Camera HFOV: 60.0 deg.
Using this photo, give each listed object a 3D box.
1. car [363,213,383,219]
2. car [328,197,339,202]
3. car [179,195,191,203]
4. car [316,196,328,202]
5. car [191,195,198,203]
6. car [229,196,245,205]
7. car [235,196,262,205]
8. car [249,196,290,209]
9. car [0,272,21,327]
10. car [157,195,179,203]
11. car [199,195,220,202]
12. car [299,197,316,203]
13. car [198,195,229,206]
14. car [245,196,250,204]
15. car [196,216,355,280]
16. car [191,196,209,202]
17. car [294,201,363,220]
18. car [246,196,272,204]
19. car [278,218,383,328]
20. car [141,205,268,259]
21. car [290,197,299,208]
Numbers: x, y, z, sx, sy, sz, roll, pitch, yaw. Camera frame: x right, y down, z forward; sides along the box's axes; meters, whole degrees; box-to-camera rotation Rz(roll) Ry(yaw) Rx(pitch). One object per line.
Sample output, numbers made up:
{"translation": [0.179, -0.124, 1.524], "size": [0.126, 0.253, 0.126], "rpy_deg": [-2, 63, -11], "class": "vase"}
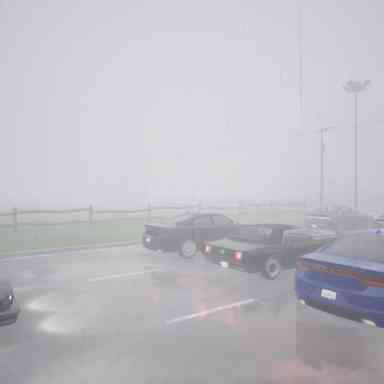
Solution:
{"translation": [10.167, 1.505, 15.339], "size": [4.892, 1.490, 1.837], "rpy_deg": [0, 0, -36], "class": "car"}
{"translation": [21.333, 1.502, 53.169], "size": [1.837, 1.490, 4.892], "rpy_deg": [0, 1, -36], "class": "car"}
{"translation": [-2.769, 1.601, 68.472], "size": [1.895, 1.301, 4.718], "rpy_deg": [0, 0, -36], "class": "car"}
{"translation": [18.064, 1.526, 51.722], "size": [1.812, 1.442, 4.674], "rpy_deg": [0, 0, -36], "class": "car"}
{"translation": [0.150, 1.470, 70.412], "size": [1.882, 1.535, 5.008], "rpy_deg": [0, 0, -36], "class": "car"}
{"translation": [6.064, 1.503, 56.255], "size": [1.837, 1.490, 4.892], "rpy_deg": [0, 0, -36], "class": "car"}
{"translation": [10.456, 1.492, 62.149], "size": [2.128, 1.511, 4.902], "rpy_deg": [0, 0, -36], "class": "car"}
{"translation": [10.326, 1.526, 44.500], "size": [1.812, 1.442, 4.674], "rpy_deg": [0, 0, -36], "class": "car"}
{"translation": [-5.285, 1.547, 4.272], "size": [5.357, 1.411, 2.033], "rpy_deg": [0, 0, -35], "class": "car"}
{"translation": [-5.145, 1.351, 65.727], "size": [2.097, 1.767, 4.553], "rpy_deg": [0, 0, -36], "class": "car"}
{"translation": [3.947, 1.472, 77.076], "size": [2.033, 1.411, 5.357], "rpy_deg": [0, 0, -36], "class": "car"}
{"translation": [15.295, 1.491, 49.560], "size": [2.128, 1.511, 4.902], "rpy_deg": [0, 0, -36], "class": "car"}
{"translation": [3.417, 1.564, 53.942], "size": [1.994, 1.385, 4.181], "rpy_deg": [0, 0, -36], "class": "car"}
{"translation": [8.409, 1.505, 58.986], "size": [1.837, 1.490, 4.892], "rpy_deg": [0, 0, -36], "class": "car"}
{"translation": [2.664, 1.601, 9.956], "size": [4.718, 1.301, 1.895], "rpy_deg": [0, 0, -35], "class": "car"}
{"translation": [1.701, 1.515, 74.219], "size": [1.994, 1.385, 4.181], "rpy_deg": [0, 0, -36], "class": "car"}
{"translation": [8.122, 1.492, 18.180], "size": [4.902, 1.511, 2.128], "rpy_deg": [0, 0, -36], "class": "car"}
{"translation": [12.965, 1.492, 64.682], "size": [2.128, 1.511, 4.902], "rpy_deg": [0, 0, -36], "class": "car"}
{"translation": [4.190, 1.478, 6.743], "size": [5.008, 1.535, 1.882], "rpy_deg": [0, 0, -36], "class": "car"}
{"translation": [0.529, 1.478, 12.731], "size": [5.008, 1.535, 1.882], "rpy_deg": [0, 0, -36], "class": "car"}
{"translation": [12.350, 1.601, 47.657], "size": [1.895, 1.301, 4.718], "rpy_deg": [0, 0, -36], "class": "car"}
